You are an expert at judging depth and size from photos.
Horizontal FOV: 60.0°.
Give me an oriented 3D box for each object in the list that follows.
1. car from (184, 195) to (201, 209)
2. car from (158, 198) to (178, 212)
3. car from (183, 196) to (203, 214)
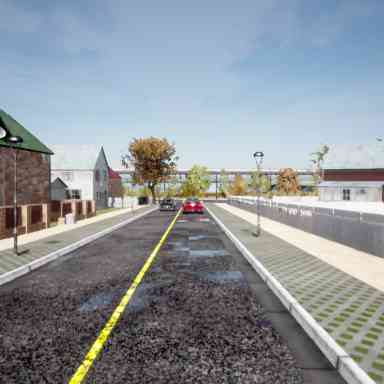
[{"bbox_3d":[0.070,1.353,45.120,2.097,1.767,4.553,0,0,0],"label":"car"},{"bbox_3d":[-2.784,1.504,39.116,1.837,1.490,4.892,0,0,0],"label":"car"},{"bbox_3d":[0.074,1.345,35.359,2.097,1.767,4.553,0,0,0],"label":"car"}]
